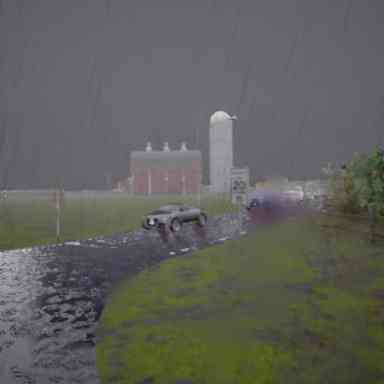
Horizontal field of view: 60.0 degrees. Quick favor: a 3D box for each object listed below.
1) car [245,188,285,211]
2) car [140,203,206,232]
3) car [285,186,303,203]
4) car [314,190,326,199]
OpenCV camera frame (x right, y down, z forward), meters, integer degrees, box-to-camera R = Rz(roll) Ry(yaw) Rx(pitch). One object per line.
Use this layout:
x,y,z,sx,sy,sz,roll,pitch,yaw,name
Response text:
6.778,0.649,31.288,2.150,2.045,5.566,-1,0,29,car
-0.953,1.332,18.546,1.994,1.385,4.181,-1,1,33,car
13.182,0.326,43.602,2.150,2.045,5.566,-1,2,25,car
21.097,0.321,54.687,2.033,1.411,5.357,-1,1,22,car
